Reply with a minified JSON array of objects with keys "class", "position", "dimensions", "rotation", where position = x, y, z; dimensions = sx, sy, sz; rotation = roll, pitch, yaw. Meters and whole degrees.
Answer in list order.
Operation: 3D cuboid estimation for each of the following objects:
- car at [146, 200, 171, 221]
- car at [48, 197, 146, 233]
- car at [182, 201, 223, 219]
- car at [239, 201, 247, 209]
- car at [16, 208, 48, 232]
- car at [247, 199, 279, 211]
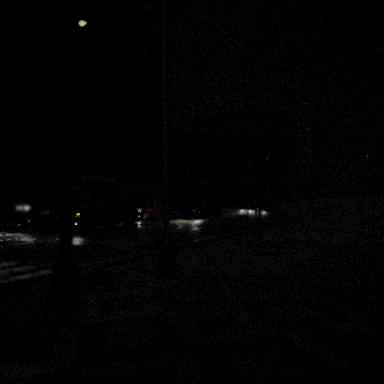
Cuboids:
[{"class":"car","position":[-3.866,1.523,29.426],"dimensions":[2.097,1.767,4.553],"rotation":[-1,-1,35]},{"class":"car","position":[-5.807,1.352,21.065],"dimensions":[2.150,2.045,5.566],"rotation":[-1,-1,34]},{"class":"car","position":[1.008,1.583,30.697],"dimensions":[1.882,1.535,5.008],"rotation":[-1,-1,35]},{"class":"car","position":[8.707,1.677,47.170],"dimensions":[2.033,1.411,5.357],"rotation":[-1,-1,36]},{"class":"car","position":[-9.071,1.716,22.026],"dimensions":[1.812,1.442,4.674],"rotation":[-1,-1,37]},{"class":"car","position":[9.310,1.679,42.434],"dimensions":[1.895,1.301,4.718],"rotation":[-1,-1,36]}]
